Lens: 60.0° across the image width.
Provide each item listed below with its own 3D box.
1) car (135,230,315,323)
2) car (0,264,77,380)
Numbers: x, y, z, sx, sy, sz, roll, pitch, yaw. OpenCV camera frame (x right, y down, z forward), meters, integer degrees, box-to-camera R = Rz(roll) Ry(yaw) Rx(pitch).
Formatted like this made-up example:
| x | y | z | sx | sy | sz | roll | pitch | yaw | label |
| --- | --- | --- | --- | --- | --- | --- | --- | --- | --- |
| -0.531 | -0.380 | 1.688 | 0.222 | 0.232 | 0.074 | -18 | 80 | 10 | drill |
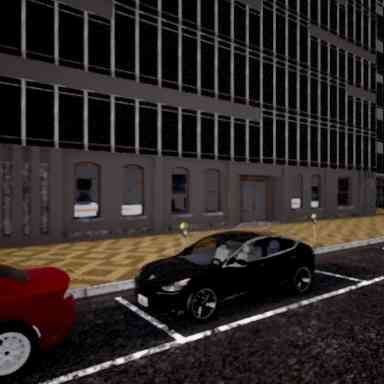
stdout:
| x | y | z | sx | sy | sz | roll | pitch | yaw | label |
| --- | --- | --- | --- | --- | --- | --- | --- | --- | --- |
| 0.899 | 1.557 | 7.201 | 4.313 | 1.339 | 1.947 | 0 | 0 | -36 | car |
| -3.734 | 1.546 | 3.893 | 4.507 | 1.381 | 1.887 | 0 | 0 | -36 | car |
